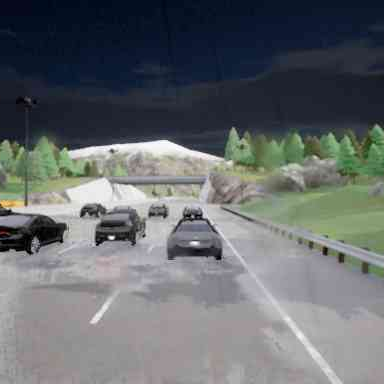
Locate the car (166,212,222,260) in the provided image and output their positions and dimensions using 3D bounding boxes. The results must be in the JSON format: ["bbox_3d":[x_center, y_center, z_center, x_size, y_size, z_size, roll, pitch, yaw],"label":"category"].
[{"bbox_3d":[0.092,1.723,13.204,1.994,1.385,4.181,0,-1,0],"label":"car"}]

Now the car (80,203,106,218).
[{"bbox_3d":[-10.426,1.932,35.497,1.837,1.490,4.892,0,-1,0],"label":"car"}]

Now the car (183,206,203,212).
[{"bbox_3d":[0.077,1.995,32.814,1.895,1.301,4.718,0,-1,0],"label":"car"}]

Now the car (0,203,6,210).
[{"bbox_3d":[-10.410,1.417,16.221,2.150,2.045,5.566,0,-1,0],"label":"car"}]

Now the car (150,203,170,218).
[{"bbox_3d":[-3.425,1.908,34.688,2.128,1.511,4.902,0,-1,0],"label":"car"}]

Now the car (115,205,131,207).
[{"bbox_3d":[-6.924,2.008,33.875,1.895,1.301,4.718,0,-1,0],"label":"car"}]

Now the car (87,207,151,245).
[{"bbox_3d":[-3.411,1.704,16.516,1.837,1.490,4.892,0,-1,0],"label":"car"}]

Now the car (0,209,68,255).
[{"bbox_3d":[-6.909,1.648,14.106,1.882,1.535,5.008,0,-1,0],"label":"car"}]
